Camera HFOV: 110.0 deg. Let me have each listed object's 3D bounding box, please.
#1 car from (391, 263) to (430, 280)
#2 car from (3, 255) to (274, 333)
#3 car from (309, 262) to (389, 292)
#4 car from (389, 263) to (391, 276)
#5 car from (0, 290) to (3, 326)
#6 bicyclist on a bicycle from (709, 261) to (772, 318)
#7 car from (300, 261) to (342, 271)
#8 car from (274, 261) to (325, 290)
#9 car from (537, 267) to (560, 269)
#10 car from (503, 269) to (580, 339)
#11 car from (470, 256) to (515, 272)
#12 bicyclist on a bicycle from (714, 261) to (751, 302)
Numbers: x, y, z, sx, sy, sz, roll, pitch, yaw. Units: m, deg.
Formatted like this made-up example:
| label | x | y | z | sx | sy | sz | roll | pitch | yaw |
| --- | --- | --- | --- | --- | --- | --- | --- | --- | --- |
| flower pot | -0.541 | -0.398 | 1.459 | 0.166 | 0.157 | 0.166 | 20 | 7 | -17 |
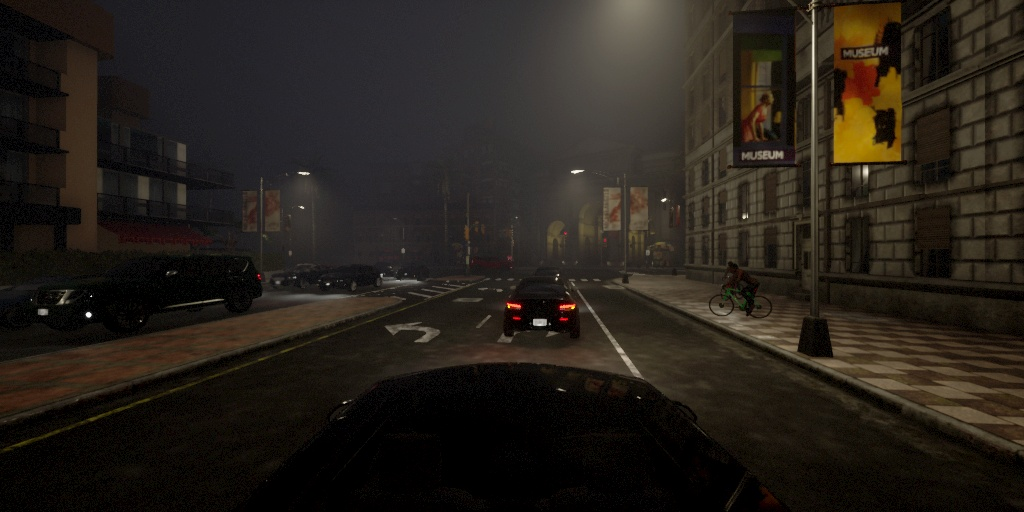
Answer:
| label | x | y | z | sx | sy | sz | roll | pitch | yaw |
| --- | --- | --- | --- | --- | --- | --- | --- | --- | --- |
| car | -8.577 | 1.313 | 31.338 | 1.994 | 1.385 | 4.181 | 0 | 0 | 3 |
| car | -10.713 | 0.971 | 11.216 | 2.150 | 2.045 | 5.566 | 0 | 0 | 8 |
| car | -9.541 | 1.255 | 21.525 | 1.837 | 1.490 | 4.892 | 0 | 0 | 7 |
| car | -12.994 | 1.297 | 36.030 | 2.033 | 1.411 | 5.357 | 0 | 0 | -23 |
| car | -14.204 | 1.297 | 11.639 | 2.033 | 1.411 | 5.357 | 0 | 0 | 7 |
| bicyclist on a bicycle | 6.854 | 1.051 | 10.797 | 1.656 | 1.620 | 0.582 | 0 | 0 | 22 |
| car | -25.263 | 1.351 | 47.574 | 4.718 | 1.301 | 1.895 | 0 | 0 | 7 |
| car | -12.947 | 1.241 | 22.682 | 2.128 | 1.511 | 4.902 | 0 | 0 | 7 |
| car | 1.922 | 1.276 | 18.921 | 1.812 | 1.442 | 4.674 | 0 | 0 | 7 |
| car | 0.877 | 1.276 | 10.078 | 1.812 | 1.442 | 4.674 | 0 | 0 | 7 |
| car | -2.460 | 0.971 | 44.763 | 5.566 | 2.045 | 2.150 | 0 | 0 | 7 |
| bicyclist on a bicycle | 9.272 | 1.050 | 15.059 | 1.656 | 1.620 | 0.582 | 0 | 0 | -28 |
